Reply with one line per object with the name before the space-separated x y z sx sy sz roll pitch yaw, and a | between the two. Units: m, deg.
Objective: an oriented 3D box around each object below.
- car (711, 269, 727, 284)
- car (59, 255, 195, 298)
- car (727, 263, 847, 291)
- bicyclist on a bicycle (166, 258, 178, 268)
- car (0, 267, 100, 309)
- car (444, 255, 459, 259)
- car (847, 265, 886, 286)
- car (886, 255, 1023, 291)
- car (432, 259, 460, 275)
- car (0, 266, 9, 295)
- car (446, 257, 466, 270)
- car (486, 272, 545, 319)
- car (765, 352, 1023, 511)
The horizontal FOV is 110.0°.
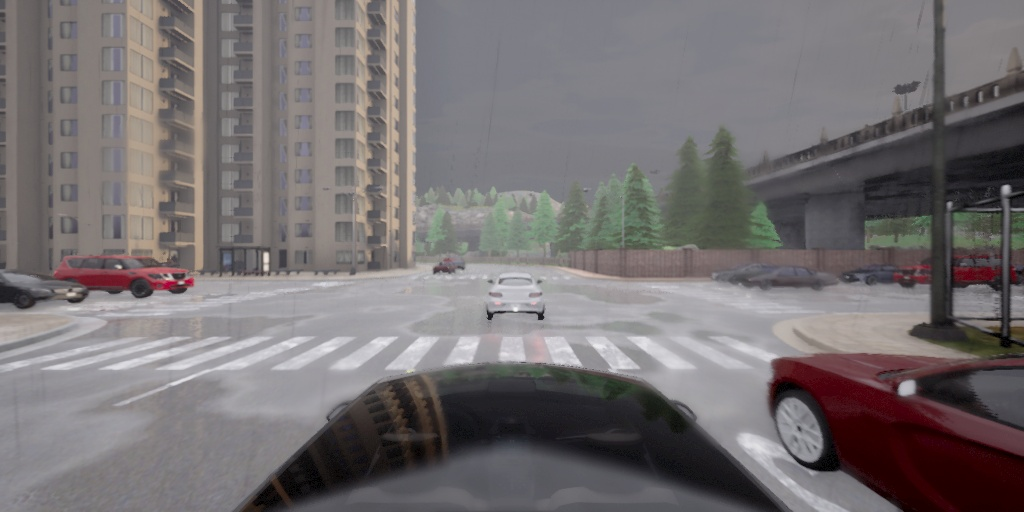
car | 16.594 1.238 25.083 4.902 1.511 2.128 0 0 0
car | -19.308 0.982 17.960 5.566 2.045 2.150 0 0 0
car | 16.373 1.303 21.583 5.357 1.411 2.033 0 0 0
bicyclist on a bicycle | -28.531 1.028 29.964 0.582 1.620 1.656 0 0 0
car | -20.103 1.295 14.471 4.674 1.442 1.812 0 0 0
car | -9.659 0.820 58.955 2.150 2.045 5.566 0 0 -25
car | 25.469 1.312 25.057 4.181 1.385 1.994 0 0 1
car | 26.545 0.979 21.559 5.566 2.045 2.150 0 0 0
car | -7.079 1.255 37.959 1.895 1.301 4.718 0 0 0
car | -28.964 1.264 17.986 4.892 1.490 1.837 0 0 0
car | -7.253 1.174 48.582 2.033 1.411 5.357 0 0 -3
car | 0.109 1.277 12.697 1.812 1.442 4.674 0 0 0
car | 3.625 1.228 1.793 1.882 1.535 5.008 0 0 0
